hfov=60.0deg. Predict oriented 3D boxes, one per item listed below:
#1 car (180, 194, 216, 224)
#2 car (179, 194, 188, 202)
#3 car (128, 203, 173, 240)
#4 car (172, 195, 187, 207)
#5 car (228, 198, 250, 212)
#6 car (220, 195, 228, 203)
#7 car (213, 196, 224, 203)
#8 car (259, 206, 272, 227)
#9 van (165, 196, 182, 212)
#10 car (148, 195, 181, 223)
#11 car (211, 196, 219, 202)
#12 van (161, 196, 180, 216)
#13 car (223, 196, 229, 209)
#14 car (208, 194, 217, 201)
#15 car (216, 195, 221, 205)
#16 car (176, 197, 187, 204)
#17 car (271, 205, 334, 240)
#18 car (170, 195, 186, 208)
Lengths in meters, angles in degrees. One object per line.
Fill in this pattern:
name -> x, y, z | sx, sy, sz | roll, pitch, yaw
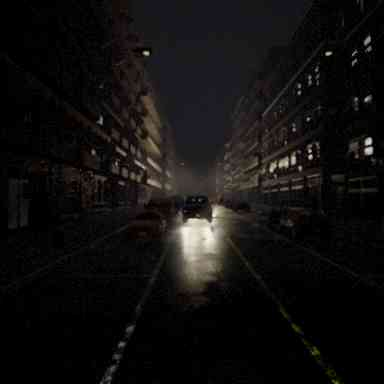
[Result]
car -> 0.397, 1.250, 25.491 | 2.150, 2.045, 5.566 | 0, 0, 0
car -> -2.042, 1.523, 83.631 | 2.192, 1.841, 5.009 | 1, 0, 0
car -> -2.164, 1.536, 17.096 | 1.752, 1.417, 4.829 | 2, 0, 0
car -> -2.090, 1.413, 55.979 | 2.192, 1.841, 5.009 | 2, 0, 0
car -> 5.755, 1.618, 39.312 | 1.887, 1.381, 4.507 | 1, 0, 0
car -> 5.784, 1.544, 50.374 | 1.967, 1.590, 4.097 | 1, 0, 0
car -> 5.781, 1.622, 72.499 | 1.967, 1.590, 4.097 | 1, 0, 0
car -> 5.725, 1.592, 22.720 | 2.008, 1.369, 4.403 | 2, 0, 0
van -> -2.120, 1.391, 39.388 | 1.690, 1.788, 3.998 | 2, 0, 0
car -> -2.148, 1.333, 22.798 | 2.192, 1.841, 5.009 | 2, 0, 0
car -> 5.797, 1.814, 83.561 | 1.802, 1.307, 4.206 | 1, 0, 0
van -> -2.129, 1.378, 33.856 | 1.690, 1.788, 3.998 | 2, 0, 0
car -> 5.764, 1.633, 44.842 | 1.887, 1.381, 4.507 | 1, 0, 0
car -> 5.823, 1.605, 94.625 | 2.192, 1.841, 5.009 | 1, 0, 0
car -> 5.765, 1.454, 61.436 | 2.192, 1.841, 5.009 | 1, 0, 0
car -> -2.078, 1.702, 67.041 | 1.947, 1.339, 4.313 | 2, 0, 0
car -> 5.715, 1.579, 17.188 | 1.887, 1.381, 4.507 | 2, 0, 0
car -> -2.100, 1.396, 50.449 | 2.192, 1.841, 5.009 | 2, 0, 0
